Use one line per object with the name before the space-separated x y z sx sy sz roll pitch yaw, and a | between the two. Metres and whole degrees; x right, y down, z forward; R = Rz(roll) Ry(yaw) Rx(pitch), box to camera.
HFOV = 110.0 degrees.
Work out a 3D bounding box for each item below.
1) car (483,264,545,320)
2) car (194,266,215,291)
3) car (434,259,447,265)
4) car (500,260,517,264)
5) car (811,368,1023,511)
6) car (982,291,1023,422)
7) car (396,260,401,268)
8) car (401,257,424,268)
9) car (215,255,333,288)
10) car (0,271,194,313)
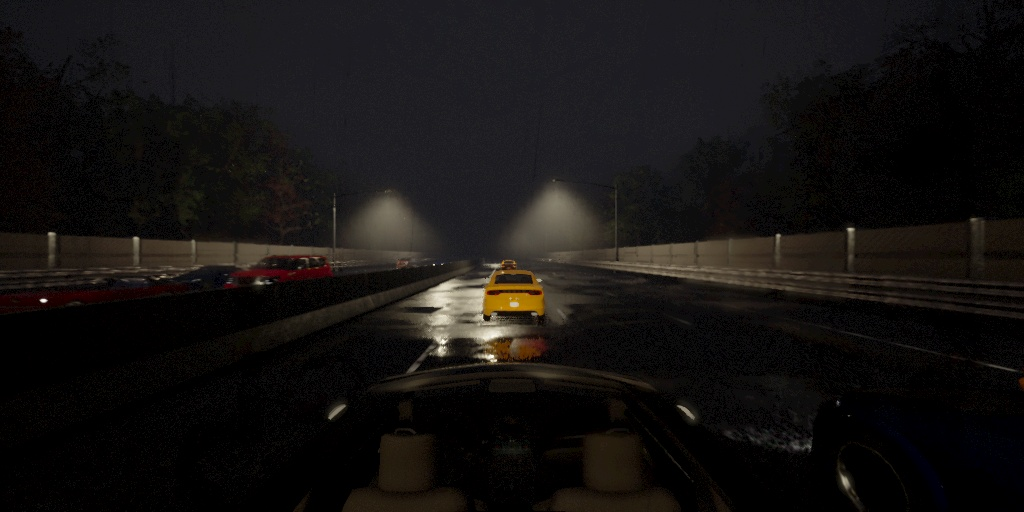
car | 0.053 1.232 12.679 1.882 1.535 5.008 0 0 0
car | -17.724 1.284 21.382 1.812 1.442 4.674 0 0 -1
car | -11.482 1.295 58.689 1.812 1.442 4.674 0 0 -1
car | -0.413 1.245 43.515 1.882 1.535 5.008 0 0 -1
car | 3.591 1.313 1.368 1.994 1.385 4.181 0 0 0
car | 7.092 1.226 2.185 1.882 1.535 5.008 0 0 0
car | -18.585 1.121 62.474 2.097 1.767 4.553 0 0 -2
car | -14.876 1.315 55.135 2.033 1.411 5.357 0 0 -1
car | -10.678 0.978 17.064 2.150 2.045 5.566 0 0 -1
car | -14.142 1.357 12.398 1.895 1.301 4.718 0 0 0
